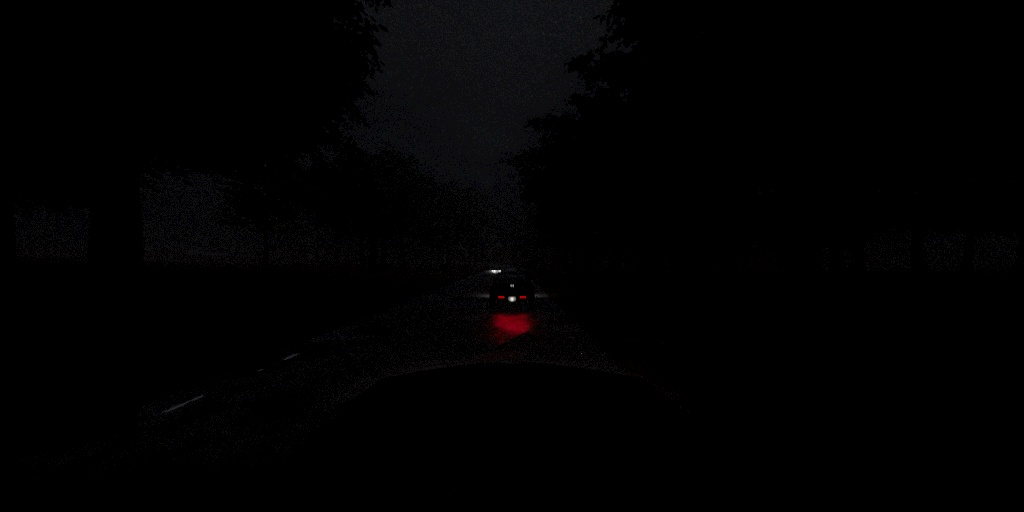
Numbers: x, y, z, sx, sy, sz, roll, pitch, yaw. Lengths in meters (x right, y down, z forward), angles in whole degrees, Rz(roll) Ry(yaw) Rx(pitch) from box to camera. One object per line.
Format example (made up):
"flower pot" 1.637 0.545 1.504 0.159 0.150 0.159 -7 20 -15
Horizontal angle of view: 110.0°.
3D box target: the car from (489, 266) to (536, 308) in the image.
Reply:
"car" 0.008 1.407 16.156 1.837 1.490 4.892 0 0 0

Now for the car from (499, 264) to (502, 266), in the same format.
"car" 0.014 1.611 31.254 1.812 1.442 4.674 0 -1 0
